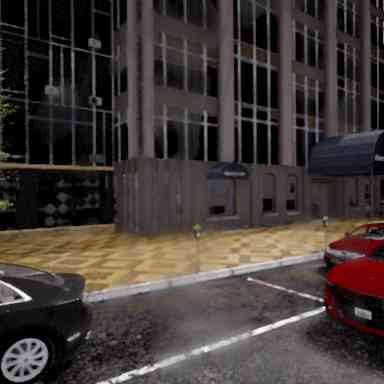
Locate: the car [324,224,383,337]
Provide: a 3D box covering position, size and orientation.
[{"bbox_3d":[4.531,1.508,6.302,5.008,1.535,1.882,0,0,-35],"label":"car"}]

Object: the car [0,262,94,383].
[{"bbox_3d":[-3.370,1.548,3.707,4.403,1.369,2.008,0,-1,-35],"label":"car"}]

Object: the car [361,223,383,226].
[{"bbox_3d":[5.828,1.627,10.266,4.206,1.307,1.802,0,-1,-35],"label":"car"}]
